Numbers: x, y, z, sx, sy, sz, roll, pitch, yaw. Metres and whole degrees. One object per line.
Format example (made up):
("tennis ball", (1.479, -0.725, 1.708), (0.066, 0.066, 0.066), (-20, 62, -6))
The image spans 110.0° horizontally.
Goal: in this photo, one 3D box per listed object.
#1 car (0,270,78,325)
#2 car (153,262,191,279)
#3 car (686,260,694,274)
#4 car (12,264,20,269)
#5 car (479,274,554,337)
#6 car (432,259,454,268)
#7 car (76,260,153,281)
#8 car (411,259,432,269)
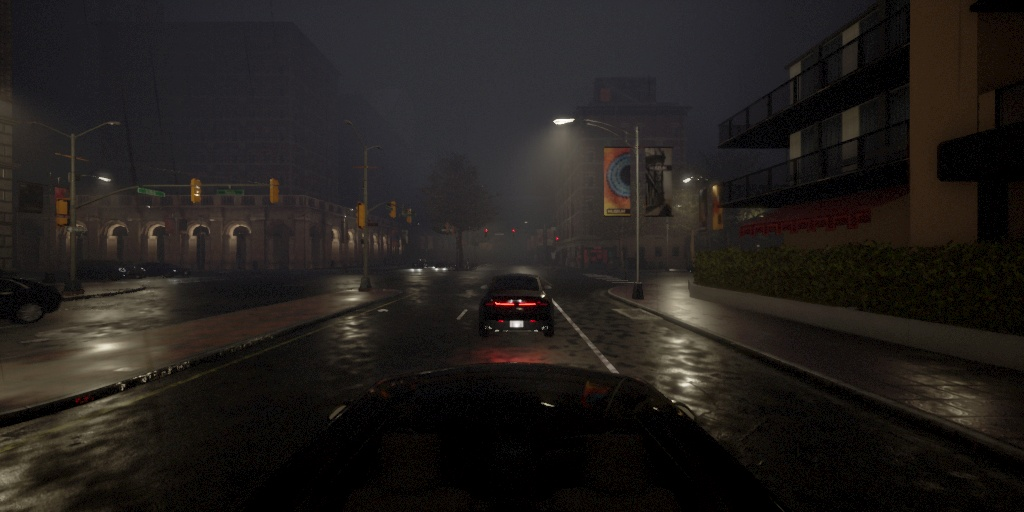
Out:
("car", (-14.970, 1.256, 9.082), (1.837, 1.490, 4.892), (0, 0, 0))
("car", (-31.836, 1.276, 32.421), (4.674, 1.442, 1.812), (0, 0, 0))
("car", (21.899, 1.351, 39.579), (4.718, 1.301, 1.895), (0, 0, 0))
("car", (-48.453, 0.968, 32.468), (5.566, 2.045, 2.150), (0, 0, 0))
("car", (0.117, 1.255, 10.339), (1.837, 1.490, 4.892), (0, 0, 0))
("car", (-11.302, 1.314, 58.747), (1.994, 1.385, 4.181), (0, 0, 0))
("car", (-32.457, 1.102, 28.922), (4.553, 1.767, 2.097), (0, 0, 0))
("car", (-14.808, 1.241, 57.978), (2.128, 1.511, 4.902), (0, 0, 0))
